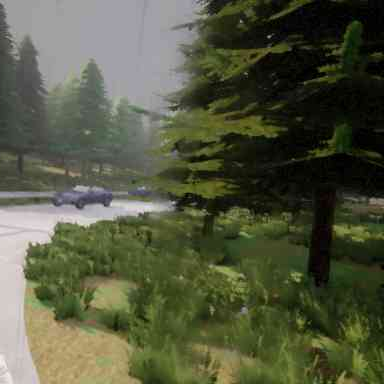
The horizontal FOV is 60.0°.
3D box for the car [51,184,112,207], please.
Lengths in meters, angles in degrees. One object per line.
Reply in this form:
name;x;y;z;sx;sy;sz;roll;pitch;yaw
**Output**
car;-6.790;0.225;21.079;1.812;1.442;4.674;5;2;17
